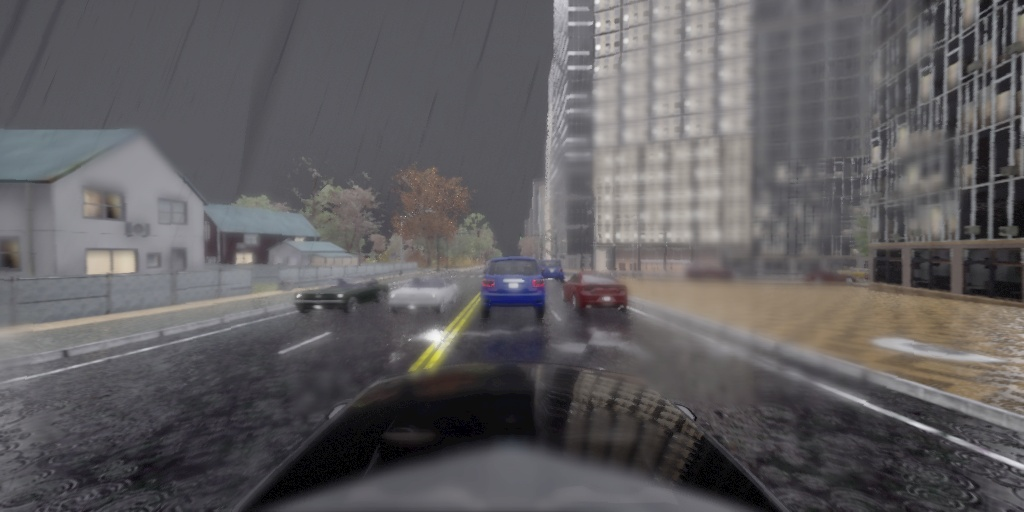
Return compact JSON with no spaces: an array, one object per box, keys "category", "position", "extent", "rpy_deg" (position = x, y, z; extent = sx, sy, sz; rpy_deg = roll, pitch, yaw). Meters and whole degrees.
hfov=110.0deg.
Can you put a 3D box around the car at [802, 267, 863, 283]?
[{"category":"car","position":[33.665,2.171,38.108],"extent":[4.507,1.381,1.888],"rpy_deg":[0,0,20]}]

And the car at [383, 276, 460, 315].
[{"category":"car","position":[-3.348,1.507,14.497],"extent":[1.895,1.301,4.718],"rpy_deg":[0,-1,0]}]

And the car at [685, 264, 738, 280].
[{"category":"car","position":[23.019,1.901,42.008],"extent":[5.009,1.841,2.192],"rpy_deg":[0,0,20]}]

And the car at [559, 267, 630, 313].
[{"category":"car","position":[3.343,1.388,14.961],"extent":[1.882,1.535,5.008],"rpy_deg":[0,-1,0]}]

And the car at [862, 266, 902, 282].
[{"category":"car","position":[38.988,1.961,36.157],"extent":[5.009,1.841,2.192],"rpy_deg":[0,0,20]}]

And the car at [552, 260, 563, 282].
[{"category":"car","position":[3.346,1.346,31.825],"extent":[2.150,2.045,5.566],"rpy_deg":[0,-1,0]}]

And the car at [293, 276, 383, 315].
[{"category":"car","position":[-6.598,1.507,14.492],"extent":[1.895,1.301,4.718],"rpy_deg":[0,-1,0]}]

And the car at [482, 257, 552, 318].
[{"category":"car","position":[0.092,1.112,13.791],"extent":[2.150,2.045,5.566],"rpy_deg":[0,-2,0]}]

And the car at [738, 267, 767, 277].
[{"category":"car","position":[31.053,2.046,47.457],"extent":[4.403,1.370,2.007],"rpy_deg":[0,0,20]}]
